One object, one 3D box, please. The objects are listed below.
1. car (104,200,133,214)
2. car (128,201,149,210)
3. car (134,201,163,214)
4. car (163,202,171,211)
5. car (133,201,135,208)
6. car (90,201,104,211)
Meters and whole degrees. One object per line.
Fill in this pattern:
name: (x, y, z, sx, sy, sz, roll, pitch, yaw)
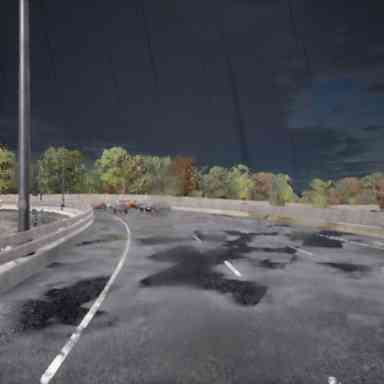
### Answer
car: (-9.796, 2.057, 43.951, 2.128, 1.511, 4.902, 0, -1, -25)
car: (-9.462, 2.252, 58.307, 1.812, 1.442, 4.674, 0, -1, -33)
car: (-5.721, 2.132, 43.519, 1.895, 1.301, 4.718, 0, -1, -23)
car: (-4.710, 2.157, 49.612, 1.994, 1.385, 4.181, 0, -1, -28)
car: (-11.794, 2.063, 55.391, 2.097, 1.767, 4.553, 0, -1, -31)
car: (-15.340, 2.253, 54.494, 1.812, 1.442, 4.674, 0, -1, -33)
